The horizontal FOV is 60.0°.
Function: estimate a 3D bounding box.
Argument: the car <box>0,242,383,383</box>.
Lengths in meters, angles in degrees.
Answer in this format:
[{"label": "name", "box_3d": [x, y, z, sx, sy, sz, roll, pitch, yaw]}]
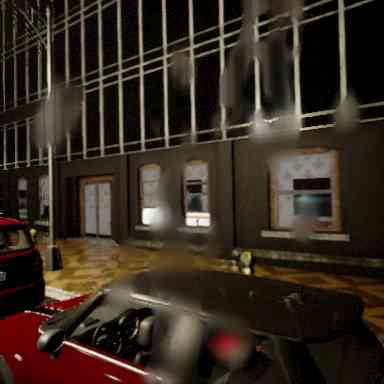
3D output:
[{"label": "car", "box_3d": [-0.294, 1.455, 3.102, 4.097, 1.590, 1.967, -1, -1, 36]}]

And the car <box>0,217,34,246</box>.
[{"label": "car", "box_3d": [-4.836, 1.374, 6.342, 5.009, 1.841, 2.192, -1, -1, 36]}]
